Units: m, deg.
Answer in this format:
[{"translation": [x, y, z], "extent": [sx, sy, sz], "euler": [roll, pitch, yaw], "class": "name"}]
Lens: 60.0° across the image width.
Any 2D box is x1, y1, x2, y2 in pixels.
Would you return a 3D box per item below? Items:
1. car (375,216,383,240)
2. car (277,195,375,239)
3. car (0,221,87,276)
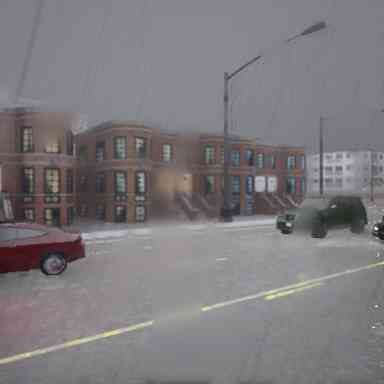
[{"translation": [10.785, 1.539, 15.936], "extent": [5.357, 1.411, 2.033], "euler": [0, 0, -35], "class": "car"}, {"translation": [6.950, 1.214, 17.492], "extent": [5.566, 2.045, 2.150], "euler": [0, 0, -34], "class": "car"}, {"translation": [-5.236, 1.526, 8.854], "extent": [4.674, 1.442, 1.812], "euler": [0, 0, -35], "class": "car"}]
